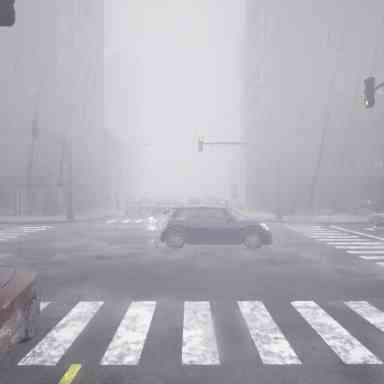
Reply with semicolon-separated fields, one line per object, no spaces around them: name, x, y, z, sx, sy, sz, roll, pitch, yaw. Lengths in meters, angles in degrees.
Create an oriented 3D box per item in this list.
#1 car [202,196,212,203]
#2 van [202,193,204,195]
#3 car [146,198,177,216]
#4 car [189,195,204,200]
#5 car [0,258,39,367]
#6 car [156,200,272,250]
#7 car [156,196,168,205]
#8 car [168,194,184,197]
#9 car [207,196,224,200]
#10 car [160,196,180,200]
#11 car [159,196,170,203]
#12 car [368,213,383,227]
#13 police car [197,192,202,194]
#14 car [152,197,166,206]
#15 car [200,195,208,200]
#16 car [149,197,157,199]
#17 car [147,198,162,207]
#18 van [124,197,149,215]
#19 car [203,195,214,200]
car;3.019;1.551;67.363;2.008;1.369;4.403;0;0;0
van;2.958;1.343;56.024;1.690;1.788;3.998;0;0;0
car;-2.929;1.602;33.164;1.895;1.301;4.718;0;0;3
car;0.333;1.507;45.033;1.837;1.490;4.892;0;0;0
car;-3.057;1.526;3.614;1.812;1.442;4.674;1;0;-10
car;0.977;1.355;13.912;4.553;1.767;2.097;0;0;0
car;-5.538;1.527;61.561;1.752;1.417;4.829;0;0;0
car;-2.811;1.550;53.837;2.033;1.411;5.357;0;0;1
car;2.839;1.442;33.348;1.967;1.590;4.097;0;0;0
car;-2.875;1.603;43.147;1.895;1.301;4.718;0;0;1
car;-5.507;1.566;67.400;1.947;1.339;4.313;0;0;0
car;13.642;1.615;20.676;4.718;1.301;1.895;0;0;0
police car;2.781;1.420;79.454;1.930;1.638;5.238;0;0;0
car;-5.567;1.568;56.063;1.947;1.339;4.313;0;0;0
car;3.138;1.557;90.040;1.947;1.339;4.313;0;0;0
car;-5.657;1.442;39.059;1.967;1.590;4.097;0;0;0
car;-5.597;1.585;50.395;1.802;1.307;4.206;0;0;0
van;-5.687;1.343;33.390;1.690;1.788;3.998;0;0;0
car;2.899;1.443;44.686;1.967;1.590;4.097;0;0;0
